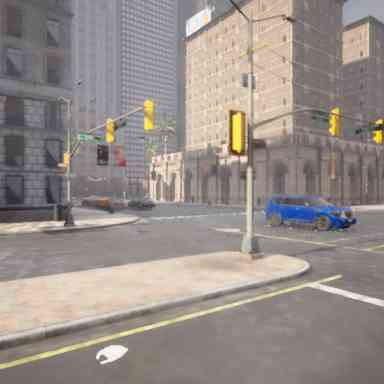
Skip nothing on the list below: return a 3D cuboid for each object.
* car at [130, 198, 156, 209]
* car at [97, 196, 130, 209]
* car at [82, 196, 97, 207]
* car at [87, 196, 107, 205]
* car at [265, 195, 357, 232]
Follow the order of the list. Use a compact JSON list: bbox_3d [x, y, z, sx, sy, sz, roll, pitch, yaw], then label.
[{"bbox_3d":[-6.911,1.532,45.610,2.033,1.411,5.357,0,0,-36],"label":"car"},{"bbox_3d":[-10.668,1.339,44.850,2.097,1.767,4.553,0,0,-36],"label":"car"},{"bbox_3d":[-16.012,1.513,52.532,1.812,1.442,4.674,0,0,-35],"label":"car"},{"bbox_3d":[-17.313,1.463,60.321,1.882,1.535,5.008,0,0,-35],"label":"car"},{"bbox_3d":[7.079,1.209,20.495,2.150,2.045,5.566,0,0,-36],"label":"car"}]
